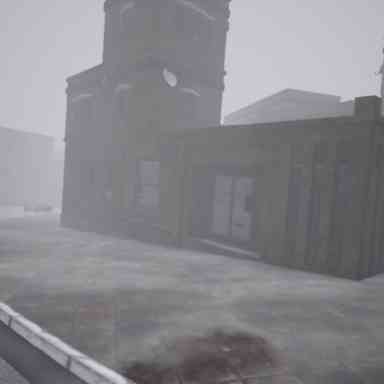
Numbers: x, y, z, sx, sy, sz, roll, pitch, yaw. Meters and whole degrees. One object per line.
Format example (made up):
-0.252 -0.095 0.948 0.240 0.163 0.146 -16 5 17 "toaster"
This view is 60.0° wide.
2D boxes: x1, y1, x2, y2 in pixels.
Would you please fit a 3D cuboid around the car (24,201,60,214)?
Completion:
-19.785 1.938 43.284 2.128 1.511 4.902 4 -2 5 "car"

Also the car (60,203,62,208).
-20.685 2.120 56.274 1.837 1.490 4.892 5 0 19 "car"
